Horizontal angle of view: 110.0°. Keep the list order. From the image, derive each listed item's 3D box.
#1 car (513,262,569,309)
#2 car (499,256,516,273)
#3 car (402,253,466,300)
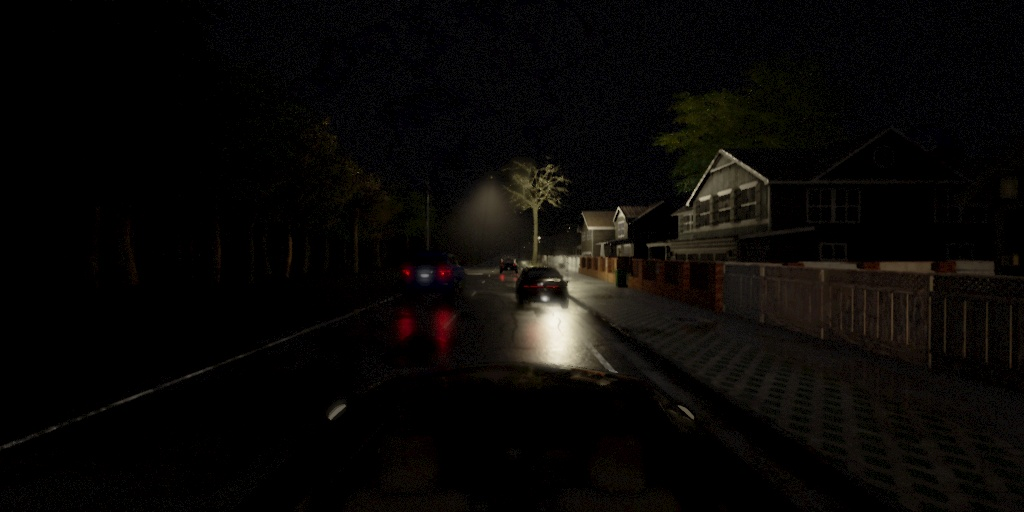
[{"bbox_3d":[1.095,1.174,14.409,1.837,1.490,4.892,0,0,-1],"label":"car"},{"bbox_3d":[-0.331,1.053,38.579,1.812,1.442,4.674,0,0,0],"label":"car"},{"bbox_3d":[-3.557,0.873,17.186,2.150,2.045,5.566,0,0,-1],"label":"car"}]
